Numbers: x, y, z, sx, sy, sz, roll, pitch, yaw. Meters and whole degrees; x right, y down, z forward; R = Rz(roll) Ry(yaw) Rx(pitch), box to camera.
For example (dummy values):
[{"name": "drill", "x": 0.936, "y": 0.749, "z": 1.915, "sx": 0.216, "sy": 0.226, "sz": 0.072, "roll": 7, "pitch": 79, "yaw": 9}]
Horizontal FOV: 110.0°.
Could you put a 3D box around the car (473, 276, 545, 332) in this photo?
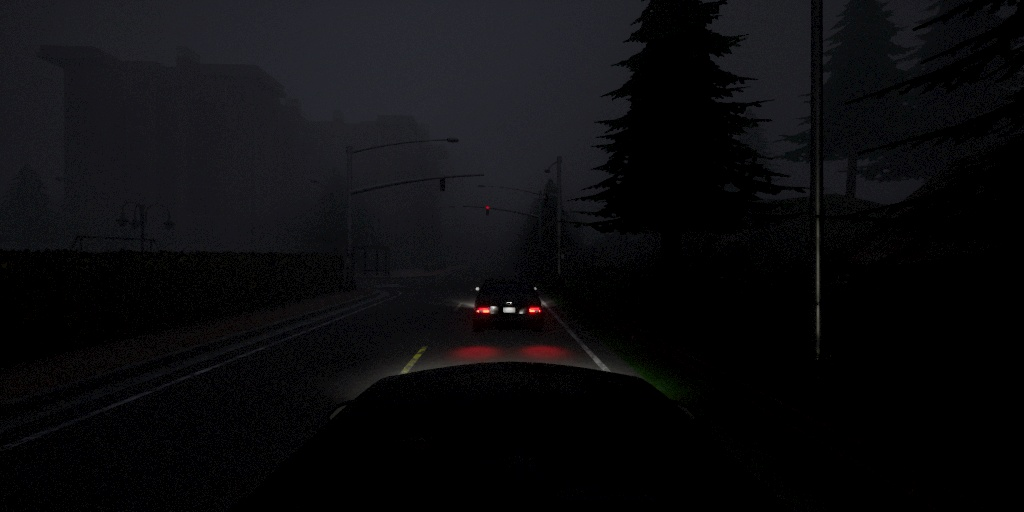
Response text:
[{"name": "car", "x": -0.155, "y": 1.297, "z": 10.797, "sx": 2.033, "sy": 1.411, "sz": 5.357, "roll": 0, "pitch": 0, "yaw": -2}]
